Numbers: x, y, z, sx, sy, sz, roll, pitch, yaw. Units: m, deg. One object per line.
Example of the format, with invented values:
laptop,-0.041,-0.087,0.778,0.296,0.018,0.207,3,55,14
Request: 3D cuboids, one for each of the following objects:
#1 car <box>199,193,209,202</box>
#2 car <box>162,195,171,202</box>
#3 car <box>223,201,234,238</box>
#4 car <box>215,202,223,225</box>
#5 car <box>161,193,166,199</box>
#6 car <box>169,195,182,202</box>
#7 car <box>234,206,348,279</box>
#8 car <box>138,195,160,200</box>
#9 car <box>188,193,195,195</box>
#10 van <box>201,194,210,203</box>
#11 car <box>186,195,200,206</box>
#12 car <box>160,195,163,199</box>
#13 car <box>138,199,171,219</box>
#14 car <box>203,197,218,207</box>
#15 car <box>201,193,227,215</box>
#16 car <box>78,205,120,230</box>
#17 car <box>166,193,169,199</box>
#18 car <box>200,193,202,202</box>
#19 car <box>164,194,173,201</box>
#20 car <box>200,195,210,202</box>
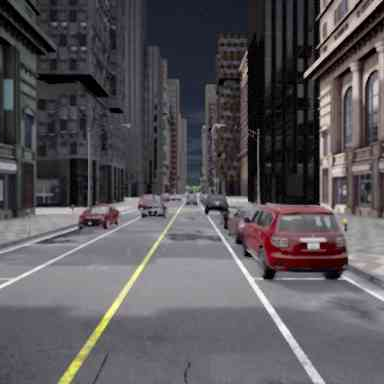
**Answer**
car,2.684,1.235,77.139,2.192,1.841,5.009,0,0,0
car,-5.840,1.446,76.959,1.752,1.417,4.829,0,0,0
car,2.744,1.423,15.519,1.967,1.590,4.097,0,0,0
car,2.739,1.543,21.121,1.947,1.339,4.313,0,0,0
car,-5.819,1.383,54.720,1.967,1.590,4.097,0,0,0
car,-3.067,1.337,69.093,1.882,1.535,5.008,0,0,0
car,2.749,1.304,9.918,2.192,1.841,5.009,0,0,0
car,-5.809,1.269,43.517,2.192,1.841,5.009,0,0,0
car,-0.067,1.098,69.623,2.097,1.767,4.553,0,0,0
van,2.695,1.272,65.935,1.690,1.788,3.998,0,0,0
car,-0.051,1.545,52.966,1.895,1.301,4.718,0,0,0
car,-5.813,1.514,49.119,1.947,1.339,4.313,0,0,0
car,-3.125,1.533,28.386,1.994,1.385,4.181,0,0,0
car,2.712,1.513,49.130,1.947,1.339,4.313,0,0,0
car,2.361,1.192,33.552,2.150,2.045,5.566,0,0,0
car,-5.786,1.522,21.108,1.887,1.381,4.507,0,0,0
car,-5.836,1.241,71.527,2.192,1.841,5.009,0,0,0
car,2.701,1.376,60.333,1.967,1.590,4.097,0,0,0
car,-5.846,1.356,82.732,1.967,1.590,4.097,0,0,0
car,2.690,1.366,71.537,1.967,1.590,4.097,0,0,0
